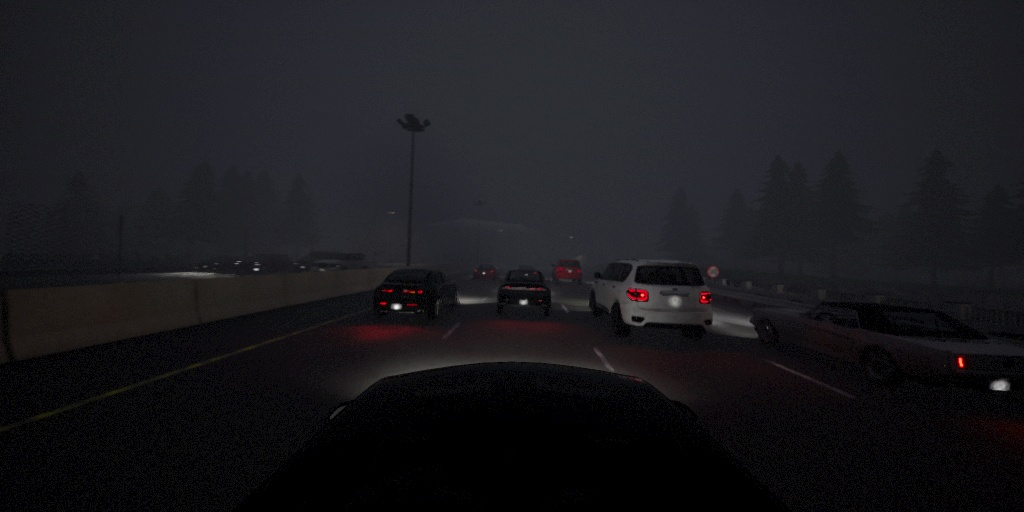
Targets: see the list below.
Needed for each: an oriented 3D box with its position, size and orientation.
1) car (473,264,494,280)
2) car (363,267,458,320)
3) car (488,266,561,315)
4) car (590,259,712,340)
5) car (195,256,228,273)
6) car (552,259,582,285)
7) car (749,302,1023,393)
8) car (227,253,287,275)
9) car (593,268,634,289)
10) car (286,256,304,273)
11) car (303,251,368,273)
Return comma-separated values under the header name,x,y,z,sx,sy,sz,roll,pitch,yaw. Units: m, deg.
name,x,y,z,sx,sy,sz,roll,pitch,yaw
car,-2.280,1.434,32.175,1.994,1.385,4.181,2,-1,2
car,-3.089,1.168,12.331,1.837,1.490,4.892,2,0,2
car,0.475,1.291,13.858,2.128,1.511,4.902,2,0,2
car,3.866,1.125,10.945,2.150,2.045,5.566,2,0,2
car,-23.549,0.649,29.629,1.994,1.385,4.181,2,-1,3
car,4.684,1.327,30.951,2.150,2.045,5.566,2,-1,2
car,7.209,1.610,7.439,1.895,1.301,4.718,2,0,2
car,-20.060,0.556,29.231,2.097,1.767,4.553,2,0,3
car,8.099,1.757,29.146,2.033,1.411,5.357,2,-1,2
car,-16.460,0.577,31.203,2.150,2.045,5.566,2,-1,3
car,-13.126,0.660,27.705,2.150,2.045,5.566,2,-1,3
